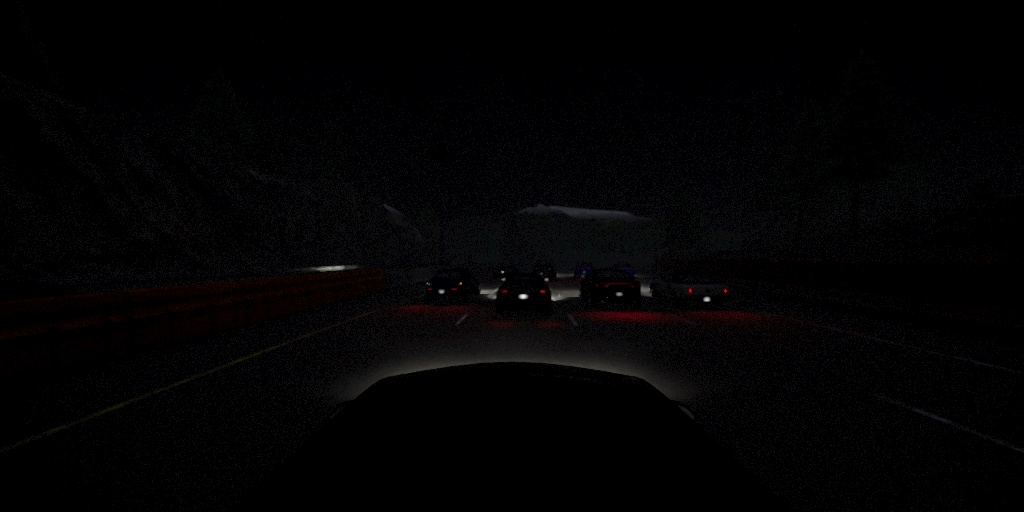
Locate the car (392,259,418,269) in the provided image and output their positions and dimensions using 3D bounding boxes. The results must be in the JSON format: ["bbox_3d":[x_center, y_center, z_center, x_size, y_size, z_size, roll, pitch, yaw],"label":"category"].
[{"bbox_3d":[-14.307,1.432,50.513,1.895,1.301,4.718,0,0,17],"label":"car"}]

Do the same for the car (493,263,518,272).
[{"bbox_3d":[-0.427,1.367,33.165,1.994,1.385,4.181,0,0,11],"label":"car"}]

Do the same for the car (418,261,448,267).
[{"bbox_3d":[-10.627,1.379,50.608,2.033,1.411,5.357,0,0,17],"label":"car"}]

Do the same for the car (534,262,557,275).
[{"bbox_3d":[2.990,1.293,32.493,2.128,1.511,4.902,0,0,11],"label":"car"}]

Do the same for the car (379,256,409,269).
[{"bbox_3d":[-17.178,1.056,53.088,2.150,2.045,5.566,0,0,17],"label":"car"}]

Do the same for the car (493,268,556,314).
[{"bbox_3d":[0.505,1.335,14.023,1.994,1.385,4.181,0,0,4],"label":"car"}]

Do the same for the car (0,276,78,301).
[{"bbox_3d":[-13.937,1.252,8.674,2.128,1.511,4.902,0,0,2],"label":"car"}]

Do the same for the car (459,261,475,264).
[{"bbox_3d":[-6.520,1.382,52.062,2.033,1.411,5.357,0,0,18],"label":"car"}]

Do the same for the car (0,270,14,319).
[{"bbox_3d":[-17.417,1.239,9.330,1.882,1.535,5.008,0,0,2],"label":"car"}]

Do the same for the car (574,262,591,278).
[{"bbox_3d":[6.892,1.282,34.038,1.882,1.535,5.008,0,0,12],"label":"car"}]

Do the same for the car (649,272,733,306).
[{"bbox_3d":[7.642,1.375,15.933,1.895,1.301,4.718,0,0,5],"label":"car"}]

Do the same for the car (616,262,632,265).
[{"bbox_3d":[10.470,1.283,34.024,1.882,1.535,5.008,0,0,12],"label":"car"}]

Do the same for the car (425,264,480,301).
[{"bbox_3d":[-2.764,1.302,17.308,1.812,1.442,4.674,0,0,5],"label":"car"}]

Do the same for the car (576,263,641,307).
[{"bbox_3d":[4.122,1.251,15.609,1.882,1.535,5.008,0,0,4],"label":"car"}]
